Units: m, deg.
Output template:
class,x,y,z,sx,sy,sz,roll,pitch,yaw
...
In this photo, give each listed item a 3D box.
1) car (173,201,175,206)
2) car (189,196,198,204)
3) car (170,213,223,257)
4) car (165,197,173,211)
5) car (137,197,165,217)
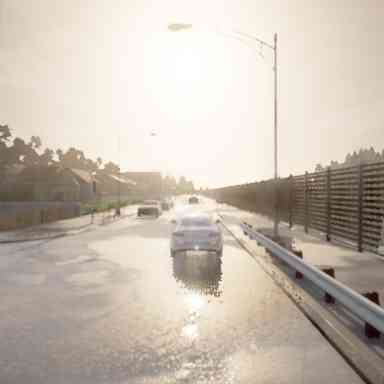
class,x,y,z,sx,sy,sz,roll,pitch,yaw
car,-3.760,1.559,51.488,1.812,1.442,4.674,0,0,0
car,0.302,1.513,66.199,1.882,1.535,5.008,0,0,0
car,0.157,1.533,12.933,1.812,1.442,4.674,0,0,0
car,-3.868,1.380,41.576,2.097,1.767,4.553,0,0,1
car,-3.943,1.501,31.646,1.882,1.535,5.008,0,0,0
